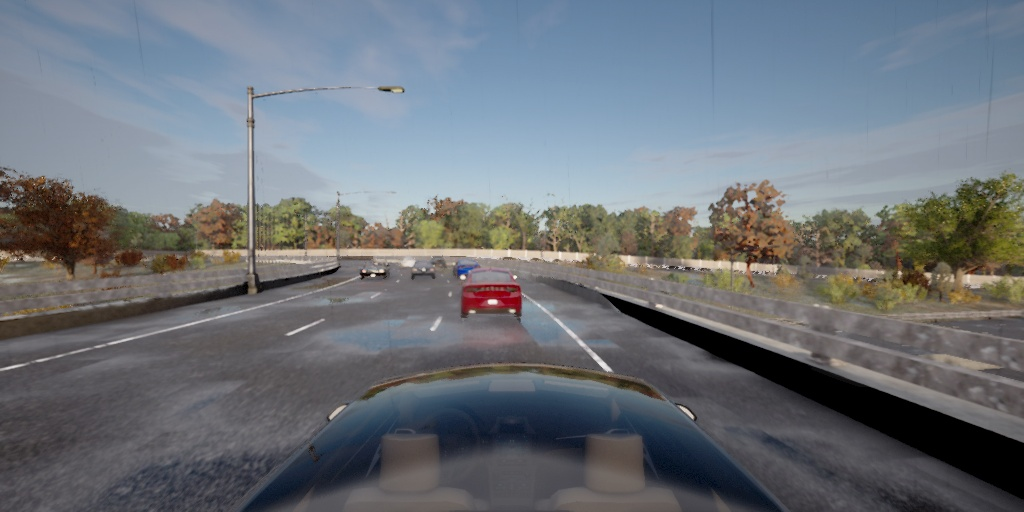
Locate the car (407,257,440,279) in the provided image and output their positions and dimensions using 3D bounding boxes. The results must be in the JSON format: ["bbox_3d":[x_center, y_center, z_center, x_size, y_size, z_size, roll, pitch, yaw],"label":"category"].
[{"bbox_3d":[-7.259,1.070,29.221,2.033,1.411,5.357,0,0,-15],"label":"car"}]

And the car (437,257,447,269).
[{"bbox_3d":[-9.879,0.877,46.920,1.837,1.490,4.892,0,1,-23],"label":"car"}]

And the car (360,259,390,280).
[{"bbox_3d":[-10.829,1.138,28.617,1.895,1.301,4.718,0,1,-15],"label":"car"}]

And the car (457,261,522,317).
[{"bbox_3d":[-0.799,1.131,12.708,1.882,1.535,5.008,0,1,-6],"label":"car"}]

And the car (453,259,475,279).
[{"bbox_3d":[-3.761,0.990,29.390,1.882,1.535,5.008,0,1,-14],"label":"car"}]

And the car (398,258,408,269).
[{"bbox_3d":[-13.445,0.911,46.331,1.812,1.442,4.674,0,1,-24],"label":"car"}]
